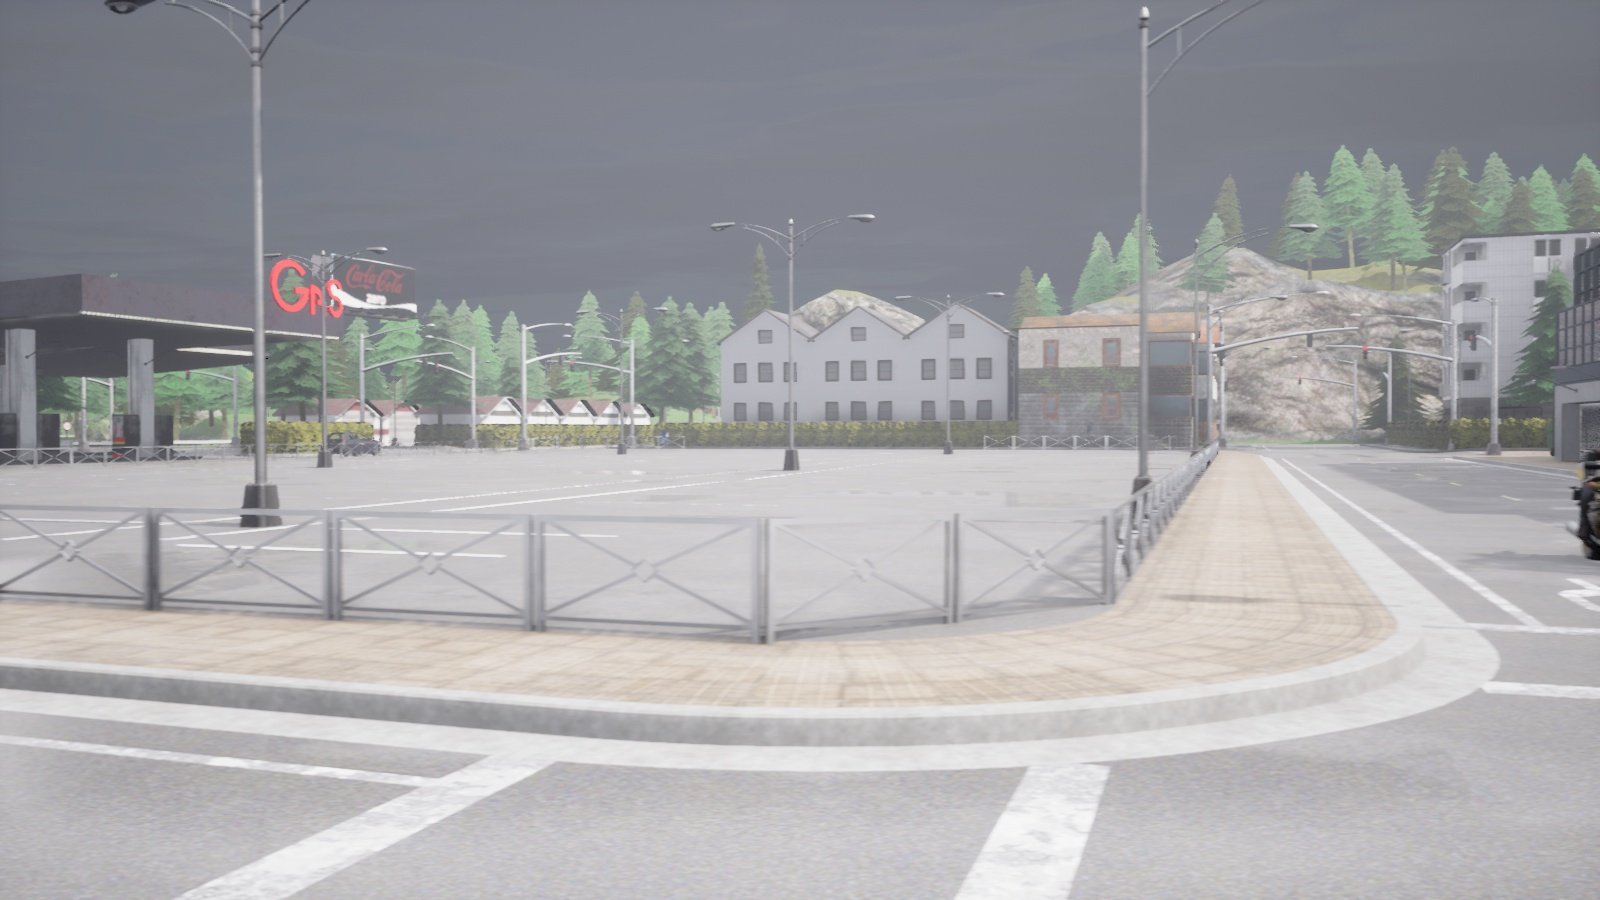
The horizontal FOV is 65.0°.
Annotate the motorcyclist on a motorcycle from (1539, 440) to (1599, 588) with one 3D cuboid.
[{"bbox_3d":[8.991,0.660,13.996,0.866,1.530,2.191,1,1,19],"label":"motorcyclist on a motorcycle"}]

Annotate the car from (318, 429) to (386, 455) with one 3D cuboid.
[{"bbox_3d":[-26.140,-0.478,73.340,1.845,1.501,3.633,1,1,19],"label":"car"}]
